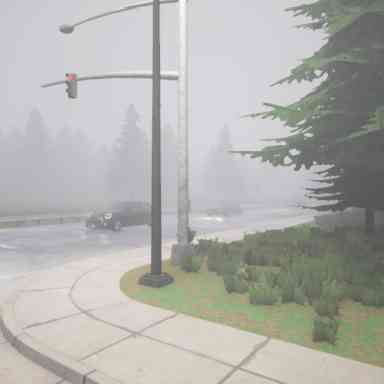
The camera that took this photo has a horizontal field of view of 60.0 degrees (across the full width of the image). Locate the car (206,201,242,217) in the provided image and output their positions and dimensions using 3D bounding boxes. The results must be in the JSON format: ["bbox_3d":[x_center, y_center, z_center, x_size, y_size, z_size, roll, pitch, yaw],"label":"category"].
[{"bbox_3d":[2.993,1.533,30.638,1.994,1.385,4.181,0,0,35],"label":"car"}]

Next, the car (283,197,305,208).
[{"bbox_3d":[14.191,1.461,46.155,2.128,1.511,4.902,0,0,37],"label":"car"}]

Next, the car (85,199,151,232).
[{"bbox_3d":[-4.189,1.321,20.242,2.097,1.767,4.553,0,0,34],"label":"car"}]
